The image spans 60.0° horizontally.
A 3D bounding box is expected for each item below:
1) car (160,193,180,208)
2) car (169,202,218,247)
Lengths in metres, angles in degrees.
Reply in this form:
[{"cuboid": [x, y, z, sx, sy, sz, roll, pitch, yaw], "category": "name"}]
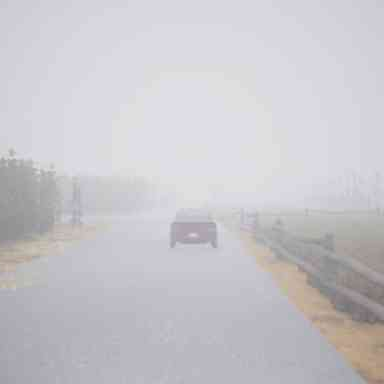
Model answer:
[{"cuboid": [-3.201, 1.108, 46.986, 2.150, 2.045, 5.566, 0, 0, 0], "category": "car"}, {"cuboid": [0.069, 1.441, 14.788, 1.882, 1.535, 5.008, 0, 0, 0], "category": "car"}]
